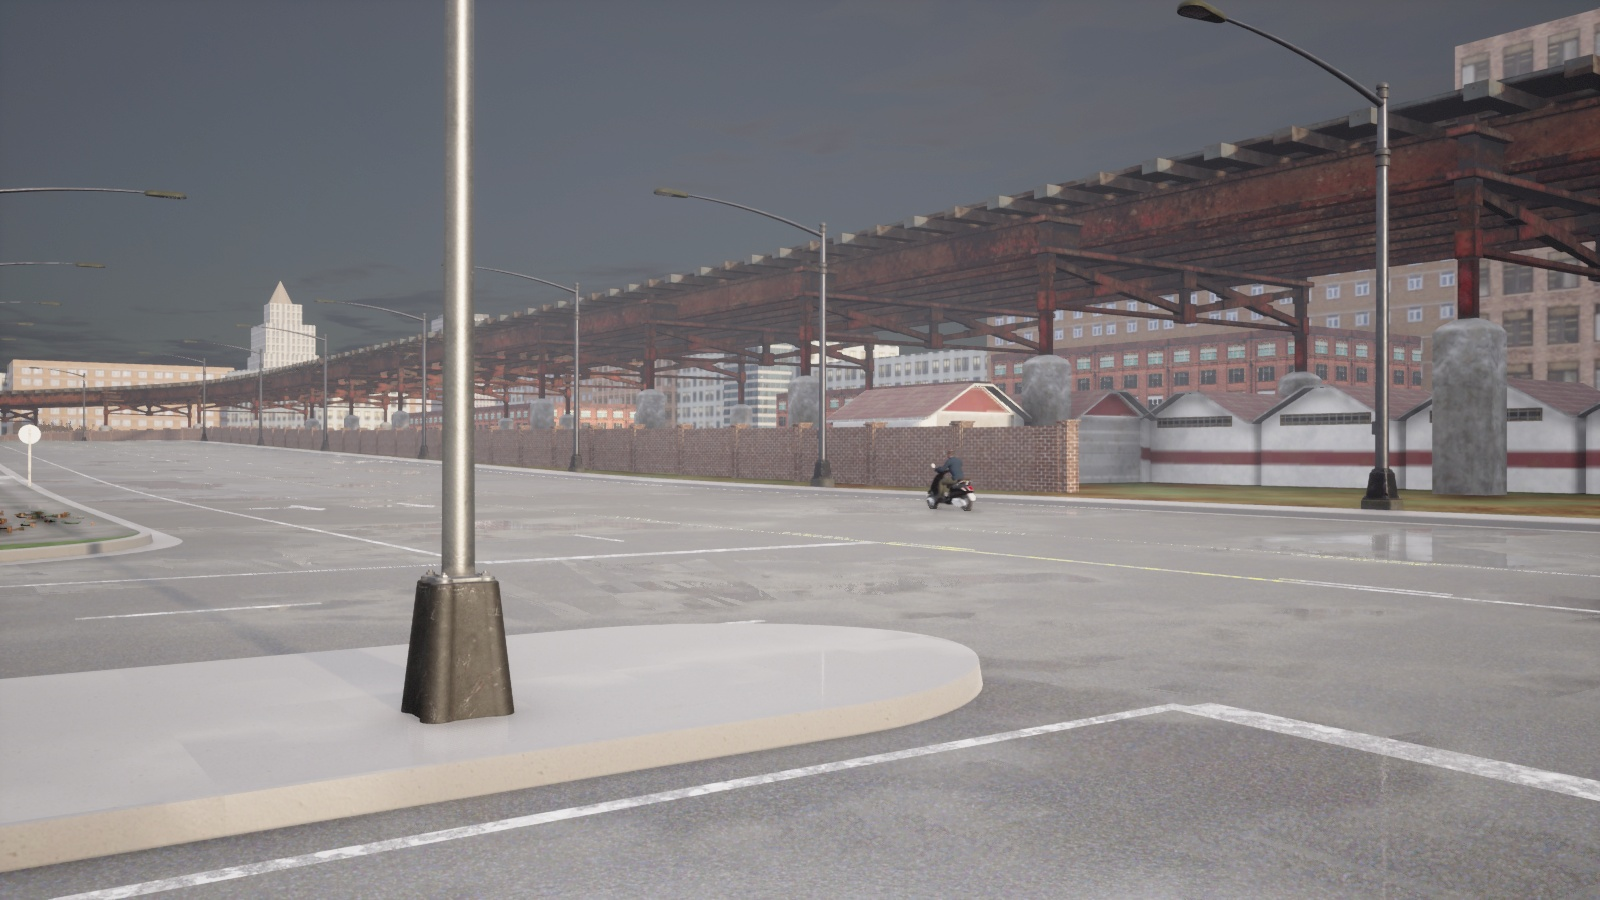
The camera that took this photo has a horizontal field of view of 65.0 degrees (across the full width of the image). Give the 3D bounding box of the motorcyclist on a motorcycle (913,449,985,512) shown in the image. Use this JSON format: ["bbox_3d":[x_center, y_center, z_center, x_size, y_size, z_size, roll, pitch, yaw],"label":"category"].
[{"bbox_3d":[3.858,0.770,32.654,0.866,1.590,1.817,0,0,-35],"label":"motorcyclist on a motorcycle"}]
